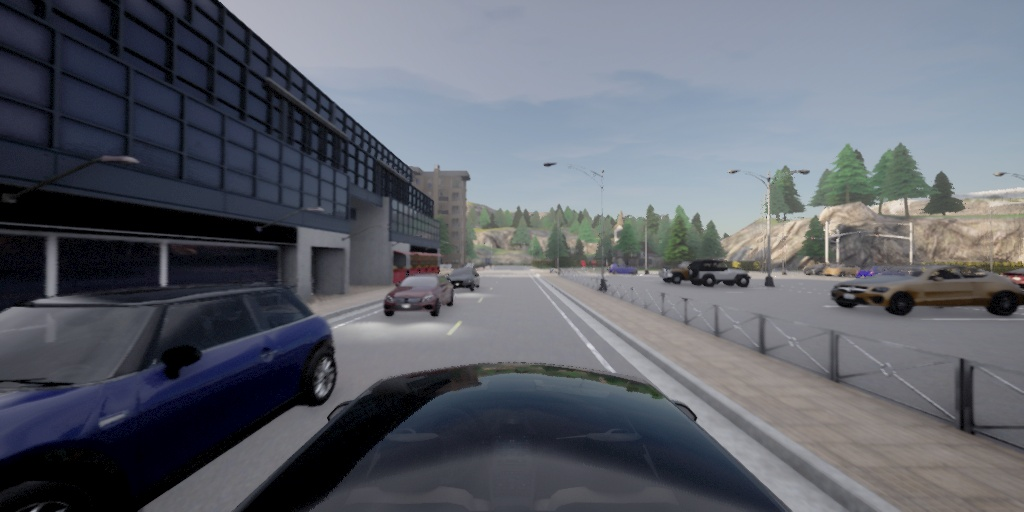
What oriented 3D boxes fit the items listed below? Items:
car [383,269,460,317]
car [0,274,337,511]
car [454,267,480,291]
[{"bbox_3d":[-3.456,1.408,14.111,1.812,1.442,4.674,0,-1,1],"label":"car"},{"bbox_3d":[-3.610,1.102,3.307,2.097,1.767,4.553,0,-1,1],"label":"car"},{"bbox_3d":[-3.293,1.513,24.420,1.837,1.490,4.892,0,-1,1],"label":"car"}]
